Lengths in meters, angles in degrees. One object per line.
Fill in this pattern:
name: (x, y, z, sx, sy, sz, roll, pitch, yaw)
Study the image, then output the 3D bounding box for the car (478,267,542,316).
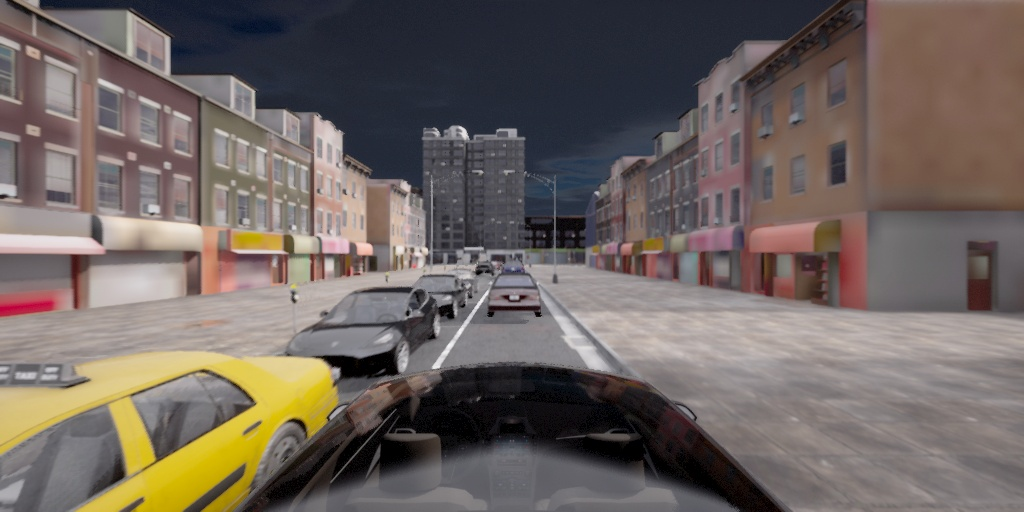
car: (0.085, 1.314, 13.428, 2.033, 1.411, 5.357, 0, 0, 0)

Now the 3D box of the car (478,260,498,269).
car: (-2.750, 1.305, 37.592, 1.837, 1.490, 4.892, 0, 0, 0)

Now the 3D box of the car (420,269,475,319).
car: (-2.638, 1.331, 12.789, 1.948, 1.339, 4.313, 0, 0, 0)

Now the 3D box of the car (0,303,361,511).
car: (-2.638, 1.276, 1.715, 1.751, 1.417, 4.829, 0, 0, 0)

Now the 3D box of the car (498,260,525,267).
car: (0.092, 1.145, 33.178, 2.097, 1.767, 4.553, 0, 0, 0)

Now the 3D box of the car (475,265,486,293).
car: (-2.638, 1.323, 18.241, 2.007, 1.370, 4.403, 0, 0, 0)

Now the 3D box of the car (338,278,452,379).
car: (-2.638, 1.323, 7.336, 1.948, 1.339, 4.313, 0, 0, 0)
